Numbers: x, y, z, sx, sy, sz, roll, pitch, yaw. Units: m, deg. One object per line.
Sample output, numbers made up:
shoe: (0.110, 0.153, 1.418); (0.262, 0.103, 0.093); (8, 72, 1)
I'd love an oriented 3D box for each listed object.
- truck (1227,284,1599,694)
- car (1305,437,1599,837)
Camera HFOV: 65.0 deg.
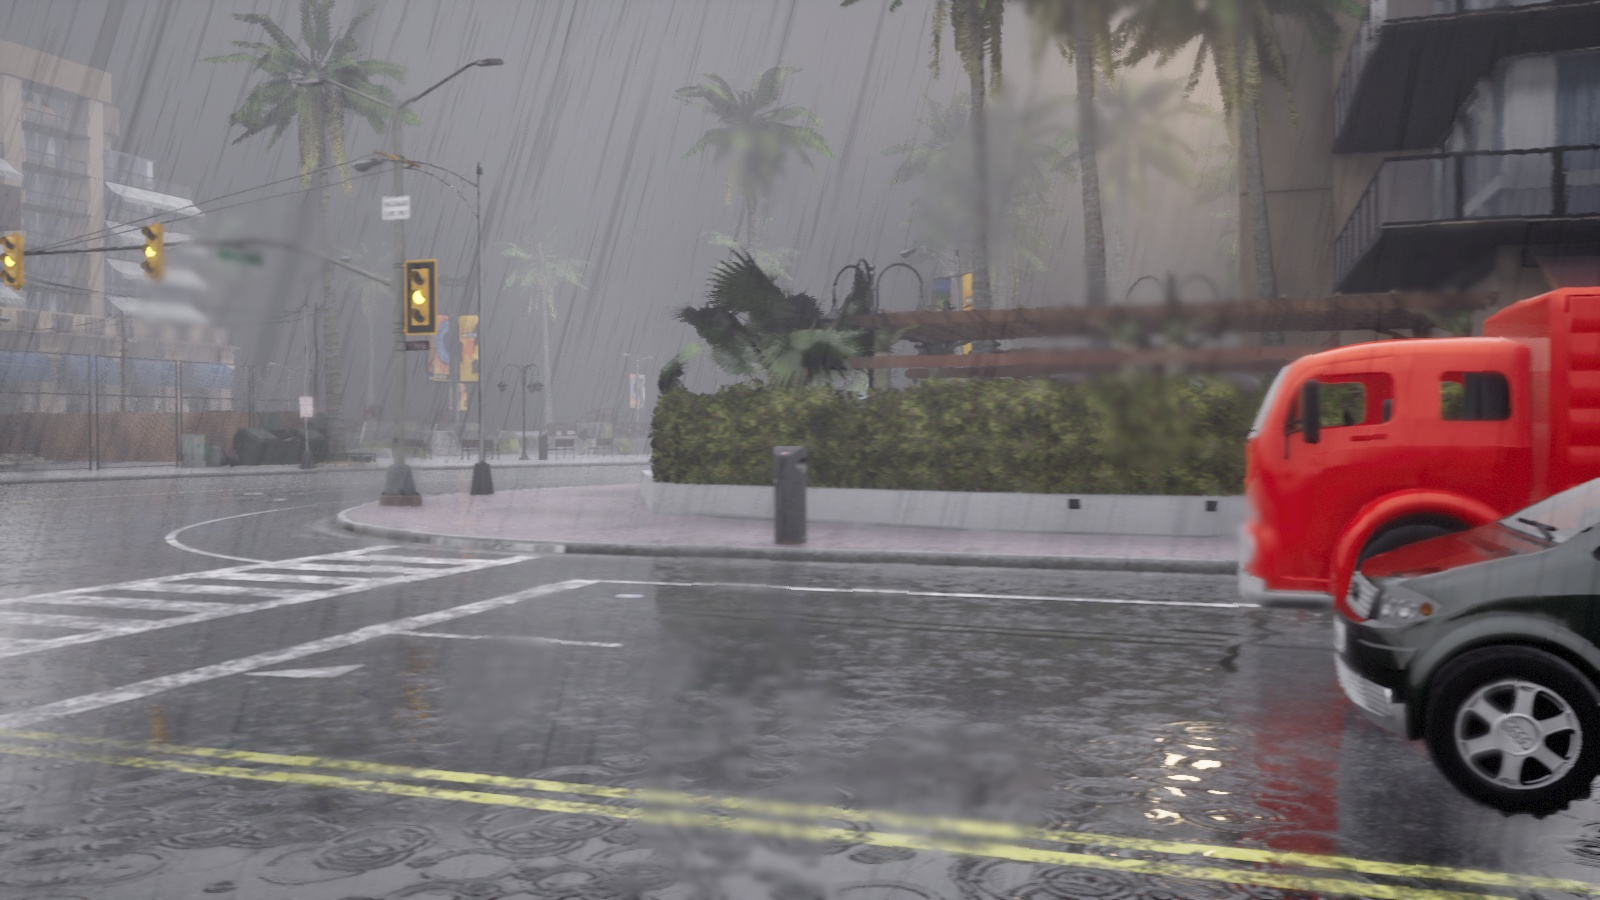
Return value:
truck: (5.707, 0.223, 8.654); (5.204, 2.467, 2.627); (1, 1, 18)
car: (4.257, 0.734, 5.464); (3.705, 1.549, 1.789); (1, 1, 18)
